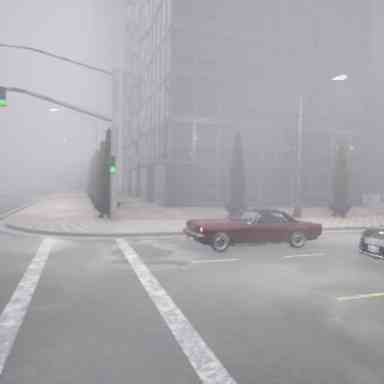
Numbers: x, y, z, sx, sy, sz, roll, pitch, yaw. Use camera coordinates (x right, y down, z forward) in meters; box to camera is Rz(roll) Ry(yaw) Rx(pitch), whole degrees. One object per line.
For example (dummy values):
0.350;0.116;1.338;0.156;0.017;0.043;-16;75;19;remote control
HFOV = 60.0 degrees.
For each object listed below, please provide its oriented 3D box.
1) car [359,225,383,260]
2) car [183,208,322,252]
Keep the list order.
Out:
7.313;1.323;9.879;4.902;1.511;2.128;1;2;-18;car
2.118;1.263;11.880;4.718;1.301;1.895;1;2;-18;car
